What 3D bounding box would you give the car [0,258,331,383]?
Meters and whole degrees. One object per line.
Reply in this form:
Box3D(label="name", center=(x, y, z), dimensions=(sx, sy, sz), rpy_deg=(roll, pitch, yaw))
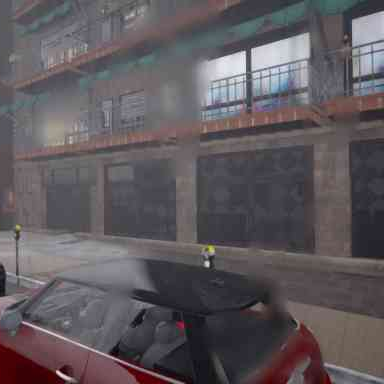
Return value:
Box3D(label="car", center=(-0.831, 1.441, 3.482), dimensions=(4.097, 1.590, 1.967), rpy_deg=(0, -1, 36))
